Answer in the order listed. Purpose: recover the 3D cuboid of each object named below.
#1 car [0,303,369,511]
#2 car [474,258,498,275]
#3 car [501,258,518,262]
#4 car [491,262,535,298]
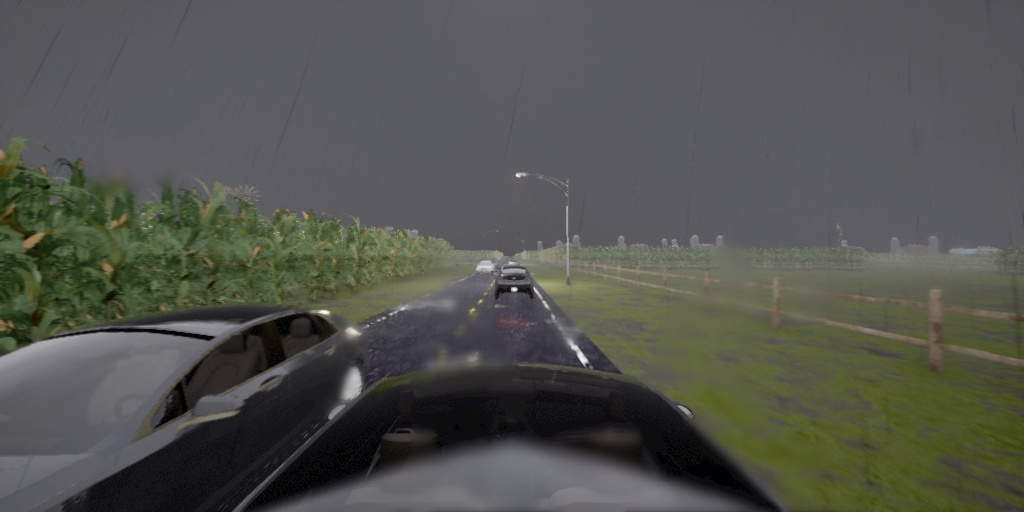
[{"bbox_3d":[-2.840,1.256,2.982,1.837,1.490,4.892,0,0,0],"label":"car"},{"bbox_3d":[-2.835,1.254,38.887,1.812,1.442,4.674,0,0,0],"label":"car"},{"bbox_3d":[0.107,1.272,42.798,2.033,1.411,5.357,0,0,0],"label":"car"},{"bbox_3d":[0.104,1.250,18.421,1.837,1.490,4.892,0,0,0],"label":"car"}]
